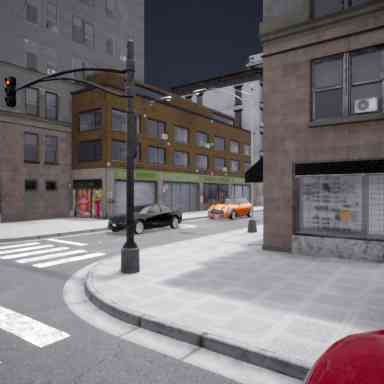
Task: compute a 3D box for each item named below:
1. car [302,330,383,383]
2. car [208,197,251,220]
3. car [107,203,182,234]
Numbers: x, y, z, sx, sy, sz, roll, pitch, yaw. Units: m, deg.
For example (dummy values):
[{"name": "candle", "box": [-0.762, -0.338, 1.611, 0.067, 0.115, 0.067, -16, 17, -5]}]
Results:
[{"name": "car", "box": [2.745, 1.315, 0.843, 5.009, 1.841, 2.192, 0, 0, 36]}, {"name": "car", "box": [3.154, 1.240, 26.976, 2.097, 1.767, 4.553, 0, 0, 35]}, {"name": "car", "box": [-2.549, 1.408, 18.989, 1.882, 1.535, 5.008, 0, 0, 34]}]
